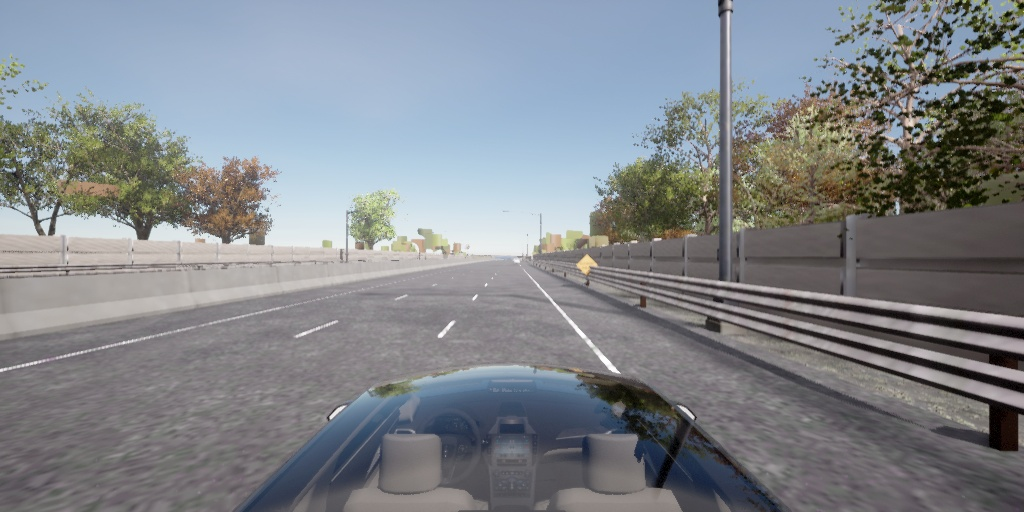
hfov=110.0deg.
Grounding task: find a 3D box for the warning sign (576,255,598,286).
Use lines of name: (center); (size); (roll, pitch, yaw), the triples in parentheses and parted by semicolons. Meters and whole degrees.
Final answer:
warning sign: (4.550, 0.847, 21.754); (1.300, 1.860, 1.060); (0, 0, 0)
